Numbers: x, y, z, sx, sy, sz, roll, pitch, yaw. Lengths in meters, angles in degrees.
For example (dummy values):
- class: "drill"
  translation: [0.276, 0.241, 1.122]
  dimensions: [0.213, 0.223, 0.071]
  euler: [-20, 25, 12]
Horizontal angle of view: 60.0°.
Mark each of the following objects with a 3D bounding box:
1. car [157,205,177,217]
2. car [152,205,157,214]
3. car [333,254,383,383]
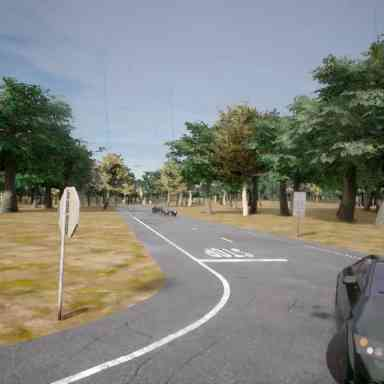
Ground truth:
- class: "car"
  translation: [-3.465, 2.850, 48.046]
  dimensions: [1.895, 1.301, 4.718]
  euler: [3, -2, -13]
- class: "car"
  translation: [-5.720, 2.961, 56.893]
  dimensions: [1.882, 1.535, 5.008]
  euler: [3, -2, -14]
- class: "car"
  translation: [3.120, 1.643, 4.642]
  dimensions: [1.994, 1.385, 4.181]
  euler: [1, -1, 22]
